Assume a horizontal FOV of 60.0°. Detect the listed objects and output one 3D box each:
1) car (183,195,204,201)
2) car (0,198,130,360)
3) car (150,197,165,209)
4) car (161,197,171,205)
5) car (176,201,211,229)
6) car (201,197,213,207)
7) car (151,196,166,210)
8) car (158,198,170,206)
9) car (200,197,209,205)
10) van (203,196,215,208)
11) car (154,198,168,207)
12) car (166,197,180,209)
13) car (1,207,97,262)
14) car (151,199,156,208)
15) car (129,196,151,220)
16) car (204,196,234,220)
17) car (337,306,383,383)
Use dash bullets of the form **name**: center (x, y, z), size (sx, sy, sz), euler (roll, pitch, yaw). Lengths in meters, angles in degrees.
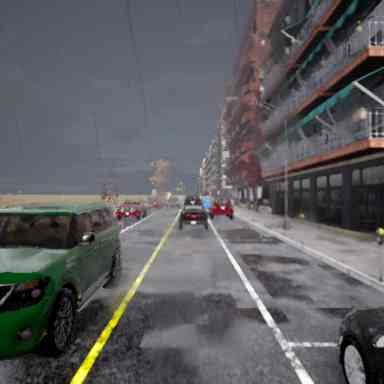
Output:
- **car**: center (0.096, 1.410, 40.594), size (2.150, 2.045, 5.566), euler (0, 0, 0)
- **car**: center (-2.852, 1.252, 6.426), size (2.150, 2.045, 5.566), euler (0, 0, 0)
- **car**: center (-5.312, 1.680, 51.791), size (1.967, 1.590, 4.097), euler (1, 0, 0)
- **car**: center (-5.315, 1.842, 68.229), size (1.752, 1.417, 4.829), euler (1, 0, 0)
- **car**: center (0.097, 1.610, 22.582), size (1.837, 1.490, 4.892), euler (0, 0, 0)
- **car**: center (2.567, 1.708, 57.738), size (1.967, 1.590, 4.097), euler (1, 0, 0)
- **car**: center (-5.310, 1.529, 46.255), size (2.192, 1.841, 5.009), euler (1, 0, 0)
- **car**: center (-5.315, 1.836, 62.863), size (1.887, 1.381, 4.507), euler (1, 0, 0)
- **car**: center (2.565, 1.845, 68.997), size (1.752, 1.417, 4.829), euler (1, 0, 0)
- **van**: center (2.569, 1.583, 52.194), size (1.690, 1.788, 3.998), euler (1, 0, 0)
- **car**: center (-5.314, 1.816, 57.327), size (2.008, 1.369, 4.403), euler (1, 0, 0)
- **car**: center (-2.827, 1.583, 50.079), size (2.097, 1.767, 4.553), euler (0, 0, 0)
- **car**: center (-5.307, 1.501, 13.037), size (1.967, 1.590, 4.097), euler (1, 0, 0)
- **car**: center (-5.311, 1.714, 35.182), size (2.008, 1.369, 4.403), euler (1, 0, 0)
- **car**: center (-5.308, 1.452, 29.647), size (2.192, 1.841, 5.009), euler (1, 0, 0)
- **car**: center (2.572, 1.454, 30.014), size (2.192, 1.841, 5.009), euler (1, 0, 0)
- **car**: center (2.573, 1.562, 2.289), size (2.008, 1.369, 4.403), euler (1, 0, 0)
